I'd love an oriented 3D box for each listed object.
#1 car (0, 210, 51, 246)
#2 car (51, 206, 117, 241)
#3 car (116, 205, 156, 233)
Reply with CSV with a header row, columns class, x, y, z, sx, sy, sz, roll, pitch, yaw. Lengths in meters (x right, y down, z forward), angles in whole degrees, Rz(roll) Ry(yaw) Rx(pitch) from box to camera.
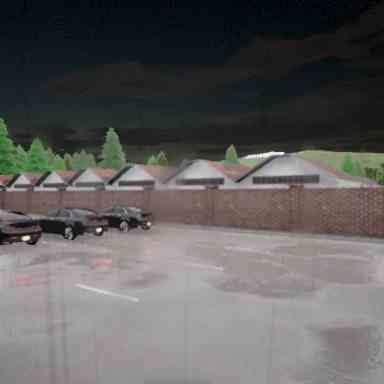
class,x,y,z,sx,sy,sz,roll,pitch,yaw
car,-8.414,1.551,14.295,4.892,1.490,1.837,0,0,35
car,-6.387,1.551,17.149,4.892,1.490,1.837,0,0,35
car,-4.373,1.551,20.011,4.892,1.490,1.837,0,0,35
